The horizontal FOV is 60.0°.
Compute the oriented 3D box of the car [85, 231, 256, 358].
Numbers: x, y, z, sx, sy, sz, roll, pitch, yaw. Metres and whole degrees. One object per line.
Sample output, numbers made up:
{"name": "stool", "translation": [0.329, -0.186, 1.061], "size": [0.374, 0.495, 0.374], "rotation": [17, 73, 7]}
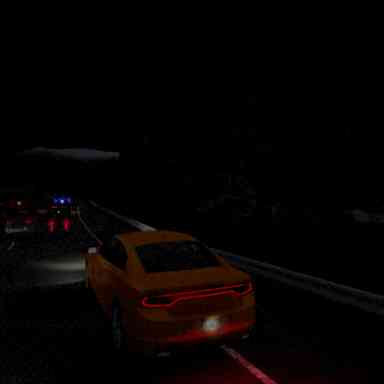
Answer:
{"name": "car", "translation": [-0.819, 1.474, 6.326], "size": [1.882, 1.535, 5.008], "rotation": [0, 0, -25]}

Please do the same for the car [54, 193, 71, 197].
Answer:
{"name": "car", "translation": [-15.541, 1.163, 40.079], "size": [2.150, 2.045, 5.566], "rotation": [0, 0, -19]}

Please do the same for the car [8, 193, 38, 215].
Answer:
{"name": "car", "translation": [-16.605, 1.160, 32.789], "size": [2.150, 2.045, 5.566], "rotation": [0, 0, -19]}

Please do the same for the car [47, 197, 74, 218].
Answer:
{"name": "car", "translation": [-11.888, 1.449, 29.961], "size": [2.128, 1.511, 4.902], "rotation": [0, 0, -20]}

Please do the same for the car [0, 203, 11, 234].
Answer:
{"name": "car", "translation": [-10.042, 1.472, 15.792], "size": [1.837, 1.490, 4.892], "rotation": [0, 0, -23]}
